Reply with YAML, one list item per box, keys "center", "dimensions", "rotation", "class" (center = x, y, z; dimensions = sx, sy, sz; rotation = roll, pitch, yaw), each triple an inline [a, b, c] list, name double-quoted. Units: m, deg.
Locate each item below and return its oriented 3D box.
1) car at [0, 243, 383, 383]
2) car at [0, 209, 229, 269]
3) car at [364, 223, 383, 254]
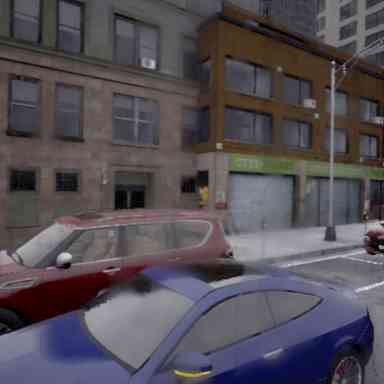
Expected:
- center: [-0.032, 1.498, 3.327]
  dimensions: [4.674, 1.442, 1.812]
  rotation: [0, 0, -33]
  class: "car"
- center: [-1.533, 1.264, 5.511]
  dimensions: [5.009, 1.841, 2.192]
  rotation: [0, 1, -33]
  class: "car"
- center: [7.856, 1.495, 11.650]
  dimensions: [4.507, 1.381, 1.887]
  rotation: [0, 1, -33]
  class: "car"
